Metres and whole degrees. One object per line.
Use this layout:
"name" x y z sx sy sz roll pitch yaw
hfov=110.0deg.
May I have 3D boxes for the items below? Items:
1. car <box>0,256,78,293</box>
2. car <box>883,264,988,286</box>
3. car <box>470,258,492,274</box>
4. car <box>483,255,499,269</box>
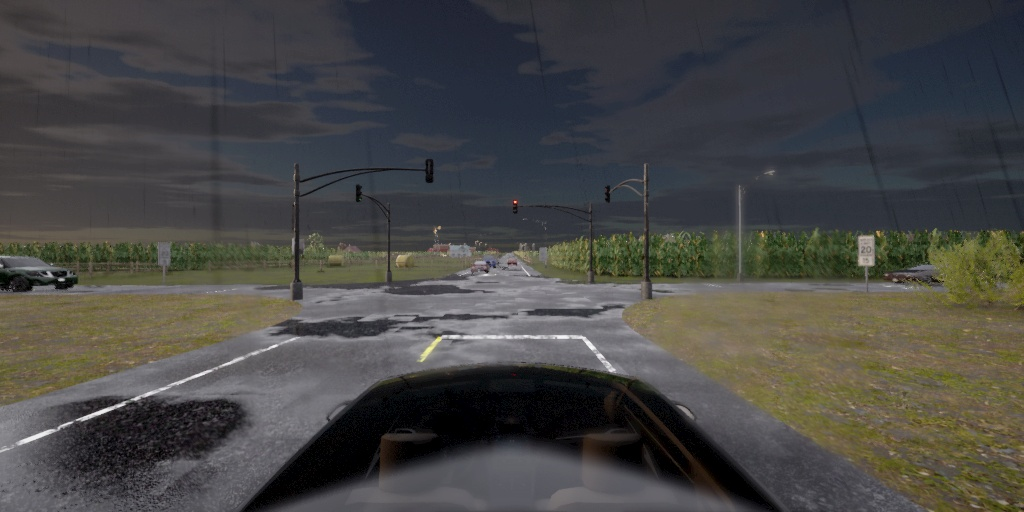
"car" -28.606 1.017 20.556 5.566 2.045 2.150 0 0 0
"car" 28.249 1.209 23.956 5.357 1.411 2.033 0 0 0
"car" -3.602 1.247 41.254 1.812 1.442 4.674 0 0 0
"car" -3.589 0.919 55.225 2.150 2.045 5.566 0 0 0
